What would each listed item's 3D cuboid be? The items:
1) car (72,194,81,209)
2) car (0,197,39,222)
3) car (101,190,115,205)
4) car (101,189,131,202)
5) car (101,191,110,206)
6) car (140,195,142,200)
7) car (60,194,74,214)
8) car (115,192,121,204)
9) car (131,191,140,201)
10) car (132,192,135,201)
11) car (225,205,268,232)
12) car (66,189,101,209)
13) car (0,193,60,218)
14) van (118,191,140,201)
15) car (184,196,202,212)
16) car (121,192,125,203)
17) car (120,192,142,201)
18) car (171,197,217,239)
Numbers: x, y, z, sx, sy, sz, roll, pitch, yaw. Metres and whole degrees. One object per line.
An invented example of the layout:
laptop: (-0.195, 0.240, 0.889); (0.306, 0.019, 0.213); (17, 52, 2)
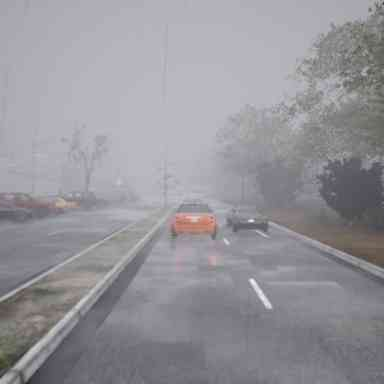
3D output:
car: (-13.994, 1.260, 32.564); (5.366, 1.575, 1.946); (-1, 1, -20)
car: (-13.798, 1.363, 23.643); (4.792, 1.488, 2.163); (-1, 0, -20)
car: (-13.850, 1.059, 47.627); (4.553, 1.767, 2.185); (-1, 0, -20)
car: (-13.842, 0.913, 56.625); (5.566, 2.045, 2.435); (-1, 0, -20)
car: (-13.788, 1.068, 44.641); (4.553, 1.767, 2.185); (-1, 1, -20)
car: (-13.745, 0.895, 68.675); (5.566, 2.045, 2.435); (-1, 0, -20)
car: (-13.648, 1.276, 29.698); (5.366, 1.575, 1.946); (-1, 0, -20)
car: (-13.823, 1.177, 50.637); (4.892, 1.521, 2.231); (-1, 0, -20)
car: (-13.816, 0.899, 65.638); (5.566, 2.045, 2.435); (-1, 0, -20)
car: (-13.795, 1.195, 62.642); (4.674, 1.452, 2.002); (-1, 0, -20)
car: (3.094, 1.447, 19.369); (1.994, 1.385, 4.181); (0, 1, 0)
car: (-13.847, 0.971, 38.614); (5.566, 2.045, 2.435); (-1, 1, -20)
car: (-13.802, 1.056, 26.644); (5.566, 2.045, 2.435); (-1, 0, -20)
van: (-13.631, 0.915, 71.711); (4.442, 1.987, 1.878); (-1, 0, -19)
car: (0.089, 1.255, 35.356); (1.837, 1.490, 4.892); (0, 0, 0)
car: (-13.840, 1.199, 53.622); (4.792, 1.488, 2.163); (-1, 0, -20)
car: (-13.657, 1.012, 74.689); (4.553, 1.767, 2.185); (-1, 0, -19)
car: (0.095, 1.257, 17.020); (2.097, 1.767, 4.553); (0, 1, 0)
